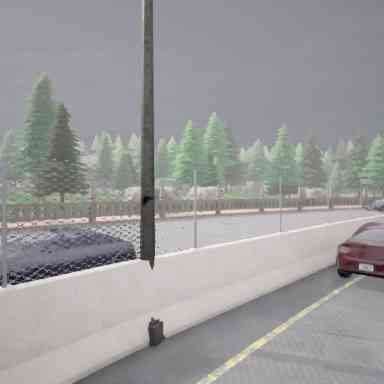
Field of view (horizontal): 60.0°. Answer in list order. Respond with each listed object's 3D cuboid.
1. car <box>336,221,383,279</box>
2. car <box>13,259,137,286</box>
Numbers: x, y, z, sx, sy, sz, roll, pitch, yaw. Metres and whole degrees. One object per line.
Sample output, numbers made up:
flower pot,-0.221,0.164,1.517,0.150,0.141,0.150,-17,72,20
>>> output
car,5.507,1.526,9.112,1.812,1.442,4.674,0,0,44
car,-3.317,1.564,7.839,1.994,1.385,4.181,0,0,40
